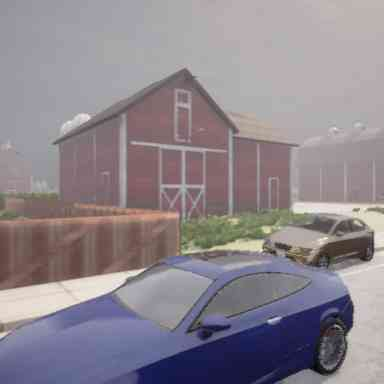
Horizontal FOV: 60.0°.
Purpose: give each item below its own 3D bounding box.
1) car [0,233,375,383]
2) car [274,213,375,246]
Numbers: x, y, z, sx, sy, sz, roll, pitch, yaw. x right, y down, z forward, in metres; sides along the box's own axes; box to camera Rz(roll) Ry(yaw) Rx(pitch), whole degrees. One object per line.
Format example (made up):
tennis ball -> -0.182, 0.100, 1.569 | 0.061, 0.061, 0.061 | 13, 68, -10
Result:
car -> 0.149, 1.521, 4.059 | 4.674, 1.442, 1.812 | 0, 0, -35
car -> 4.109, 1.438, 10.450 | 4.193, 1.474, 1.816 | 0, 6, -38
